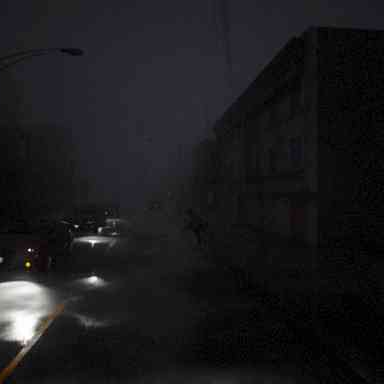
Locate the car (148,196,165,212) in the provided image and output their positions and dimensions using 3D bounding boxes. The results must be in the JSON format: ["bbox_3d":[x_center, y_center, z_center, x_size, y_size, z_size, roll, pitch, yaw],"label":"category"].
[{"bbox_3d":[-4.189,1.552,39.310,1.994,1.385,4.181,0,0,-6],"label":"car"}]

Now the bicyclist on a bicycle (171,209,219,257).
[{"bbox_3d":[0.102,1.408,11.366,1.656,1.620,0.582,-1,0,-6],"label":"bicyclist on a bicycle"}]

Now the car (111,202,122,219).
[{"bbox_3d":[-7.250,1.556,29.188,1.994,1.385,4.181,0,0,-6],"label":"car"}]

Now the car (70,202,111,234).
[{"bbox_3d":[-6.161,1.499,19.348,1.837,1.490,4.892,0,0,-6],"label":"car"}]

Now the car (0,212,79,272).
[{"bbox_3d":[-5.165,1.561,10.503,1.994,1.385,4.181,0,0,-6],"label":"car"}]

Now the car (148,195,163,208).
[{"bbox_3d":[-5.287,1.338,49.147,2.097,1.767,4.553,0,0,-5],"label":"car"}]
